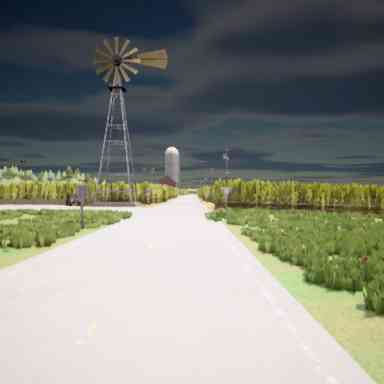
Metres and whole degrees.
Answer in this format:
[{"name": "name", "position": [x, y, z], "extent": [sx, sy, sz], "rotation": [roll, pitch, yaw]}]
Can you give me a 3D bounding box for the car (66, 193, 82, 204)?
[{"name": "car", "position": [-17.222, 1.168, 48.586], "extent": [1.905, 1.878, 3.866], "rotation": [0, 0, -31]}]
